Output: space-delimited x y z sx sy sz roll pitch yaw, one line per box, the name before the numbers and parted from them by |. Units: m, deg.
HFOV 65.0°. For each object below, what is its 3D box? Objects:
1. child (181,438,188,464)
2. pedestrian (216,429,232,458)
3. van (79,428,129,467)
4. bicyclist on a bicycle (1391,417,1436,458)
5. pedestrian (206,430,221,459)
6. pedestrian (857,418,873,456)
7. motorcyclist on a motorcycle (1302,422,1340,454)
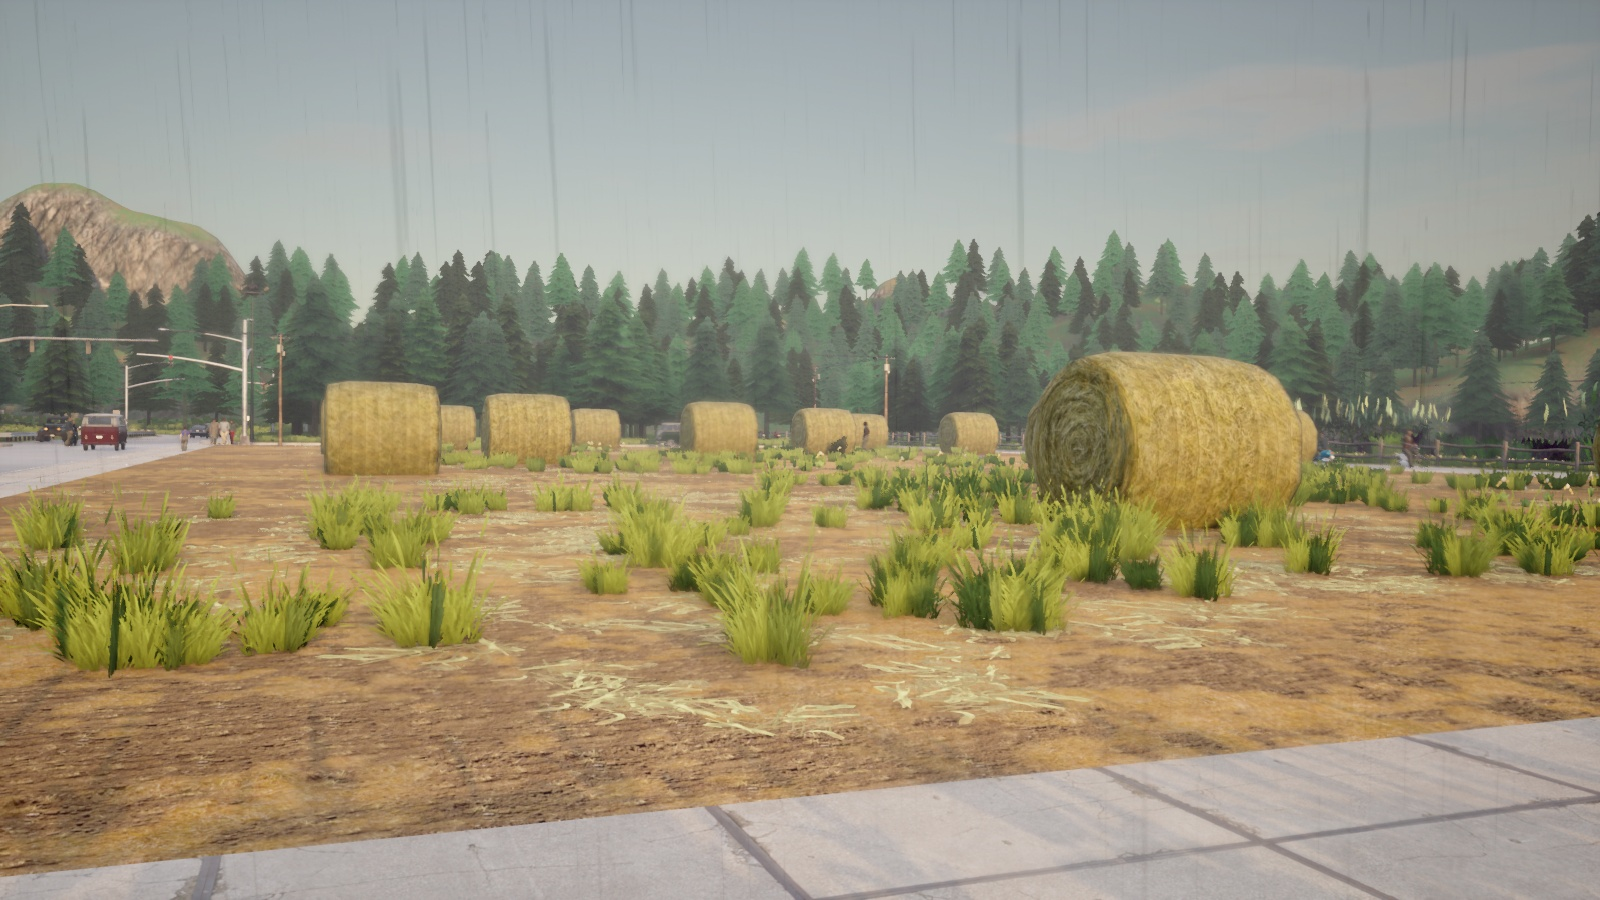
child | -29.821 0.046 60.810 0.270 1.263 0.437 -1 1 -27
pedestrian | -37.646 -0.441 82.109 0.874 1.855 0.900 -1 1 -22
van | -37.342 -0.173 67.446 1.775 1.987 4.442 -1 1 -22
bicyclist on a bicycle | 26.644 -0.542 54.602 0.659 1.776 1.843 -1 1 -18
pedestrian | -38.934 -0.364 83.376 0.659 1.952 0.873 -1 1 -12
pedestrian | 3.354 -0.673 64.745 0.666 1.930 0.402 0 1 23
motorcyclist on a motorcycle | 26.961 -0.633 65.040 0.866 1.590 1.817 -1 1 -18
